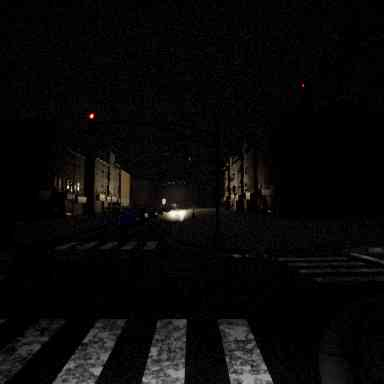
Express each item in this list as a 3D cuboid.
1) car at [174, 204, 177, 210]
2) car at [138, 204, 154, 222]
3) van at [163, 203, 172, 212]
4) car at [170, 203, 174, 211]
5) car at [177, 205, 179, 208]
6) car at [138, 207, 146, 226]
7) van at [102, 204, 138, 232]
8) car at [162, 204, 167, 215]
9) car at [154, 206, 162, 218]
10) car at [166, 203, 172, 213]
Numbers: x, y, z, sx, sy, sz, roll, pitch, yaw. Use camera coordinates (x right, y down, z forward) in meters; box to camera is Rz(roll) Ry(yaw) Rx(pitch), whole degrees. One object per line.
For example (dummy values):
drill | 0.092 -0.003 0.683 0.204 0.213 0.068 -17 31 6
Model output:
car | -5.573 4.085 85.618 2.008 1.369 4.403 1 -2 0
car | -5.419 2.120 32.749 2.192 1.841 5.009 2 -2 0
van | -5.539 3.501 75.050 1.690 1.788 3.998 1 -2 0
car | -5.526 3.418 69.760 1.967 1.590 4.097 1 -2 0
car | -5.583 4.041 90.911 2.192 1.841 5.009 1 -2 0
car | -5.412 2.210 27.759 2.008 1.369 4.403 2 -2 0
van | -5.397 1.905 24.446 1.690 1.788 3.998 2 -2 0
car | -5.485 3.035 53.893 1.802 1.307 4.206 2 -2 0
car | -5.455 2.666 43.318 1.887 1.381 4.507 2 -2 0
car | -5.514 3.344 64.469 1.887 1.381 4.507 1 -2 0
